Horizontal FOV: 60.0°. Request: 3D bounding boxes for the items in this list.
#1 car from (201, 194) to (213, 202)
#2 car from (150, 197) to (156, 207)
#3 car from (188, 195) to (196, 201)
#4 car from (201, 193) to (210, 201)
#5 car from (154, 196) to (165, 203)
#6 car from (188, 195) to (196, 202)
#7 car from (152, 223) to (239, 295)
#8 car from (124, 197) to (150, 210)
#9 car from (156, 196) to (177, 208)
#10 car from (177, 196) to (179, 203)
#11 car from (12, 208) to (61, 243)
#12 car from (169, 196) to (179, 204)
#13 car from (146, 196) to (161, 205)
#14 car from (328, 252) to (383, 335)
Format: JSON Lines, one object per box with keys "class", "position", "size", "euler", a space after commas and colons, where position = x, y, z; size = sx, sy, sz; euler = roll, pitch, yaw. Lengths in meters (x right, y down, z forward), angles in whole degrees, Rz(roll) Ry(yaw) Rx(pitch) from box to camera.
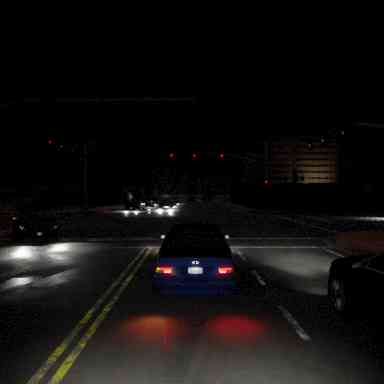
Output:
{"class": "car", "position": [3.450, 1.344, 74.660], "size": [2.097, 1.767, 4.553], "euler": [0, 0, 0]}
{"class": "car", "position": [-7.128, 1.505, 51.956], "size": [1.837, 1.490, 4.892], "euler": [0, 0, 0]}
{"class": "car", "position": [-0.057, 1.425, 84.641], "size": [1.994, 1.385, 4.181], "euler": [0, 0, 0]}
{"class": "car", "position": [3.443, 1.228, 84.616], "size": [2.097, 1.767, 4.553], "euler": [0, 0, 0]}
{"class": "car", "position": [-7.048, 1.553, 71.675], "size": [1.994, 1.385, 4.181], "euler": [0, 0, 0]}
{"class": "car", "position": [-0.050, 1.531, 74.368], "size": [2.033, 1.411, 5.357], "euler": [0, 0, 0]}
{"class": "car", "position": [0.077, 1.547, 8.868], "size": [2.033, 1.411, 5.357], "euler": [0, 0, 0]}
{"class": "car", "position": [-7.170, 1.547, 42.314], "size": [2.033, 1.411, 5.357], "euler": [0, 0, 2]}
{"class": "car", "position": [-3.630, 1.601, 47.563], "size": [1.895, 1.301, 4.718], "euler": [0, 0, 0]}
{"class": "car", "position": [-3.622, 1.492, 56.880], "size": [2.128, 1.511, 4.902], "euler": [0, 0, 0]}
{"class": "car", "position": [-7.684, 1.526, 16.302], "size": [1.812, 1.442, 4.674], "euler": [1, -1, -30]}
{"class": "car", "position": [-3.566, 1.505, 66.926], "size": [1.837, 1.490, 4.892], "euler": [0, 0, 0]}
{"class": "car", "position": [-7.105, 1.547, 61.756], "size": [2.033, 1.411, 5.357], "euler": [0, 0, 0]}
{"class": "car", "position": [3.560, 1.491, 4.624], "size": [2.128, 1.511, 4.902], "euler": [0, 0, 0]}
